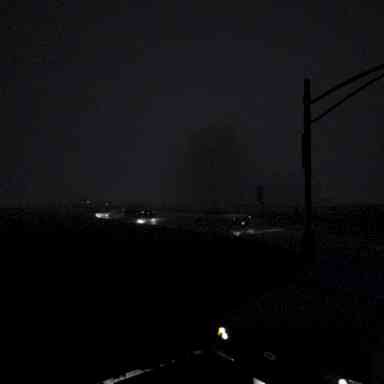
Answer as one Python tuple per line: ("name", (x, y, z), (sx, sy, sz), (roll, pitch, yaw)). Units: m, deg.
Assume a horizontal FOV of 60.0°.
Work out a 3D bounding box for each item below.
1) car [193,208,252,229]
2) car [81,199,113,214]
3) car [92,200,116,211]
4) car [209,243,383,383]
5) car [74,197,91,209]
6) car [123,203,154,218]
("car", (2.188, 1.868, 24.442), (1.895, 1.301, 4.718), (-1, 0, -36))
("car", (-13.025, 2.117, 45.676), (2.128, 1.511, 4.902), (-1, 0, -35))
("car", (-14.357, 2.152, 53.826), (2.128, 1.511, 4.902), (-1, 0, -35))
("car", (2.736, 1.545, 5.003), (5.357, 1.411, 2.033), (0, 0, -41))
("car", (-20.415, 2.027, 62.263), (2.150, 2.045, 5.566), (-1, 0, -36))
("car", (-5.811, 1.963, 35.588), (1.837, 1.490, 4.892), (-1, -1, -36))
